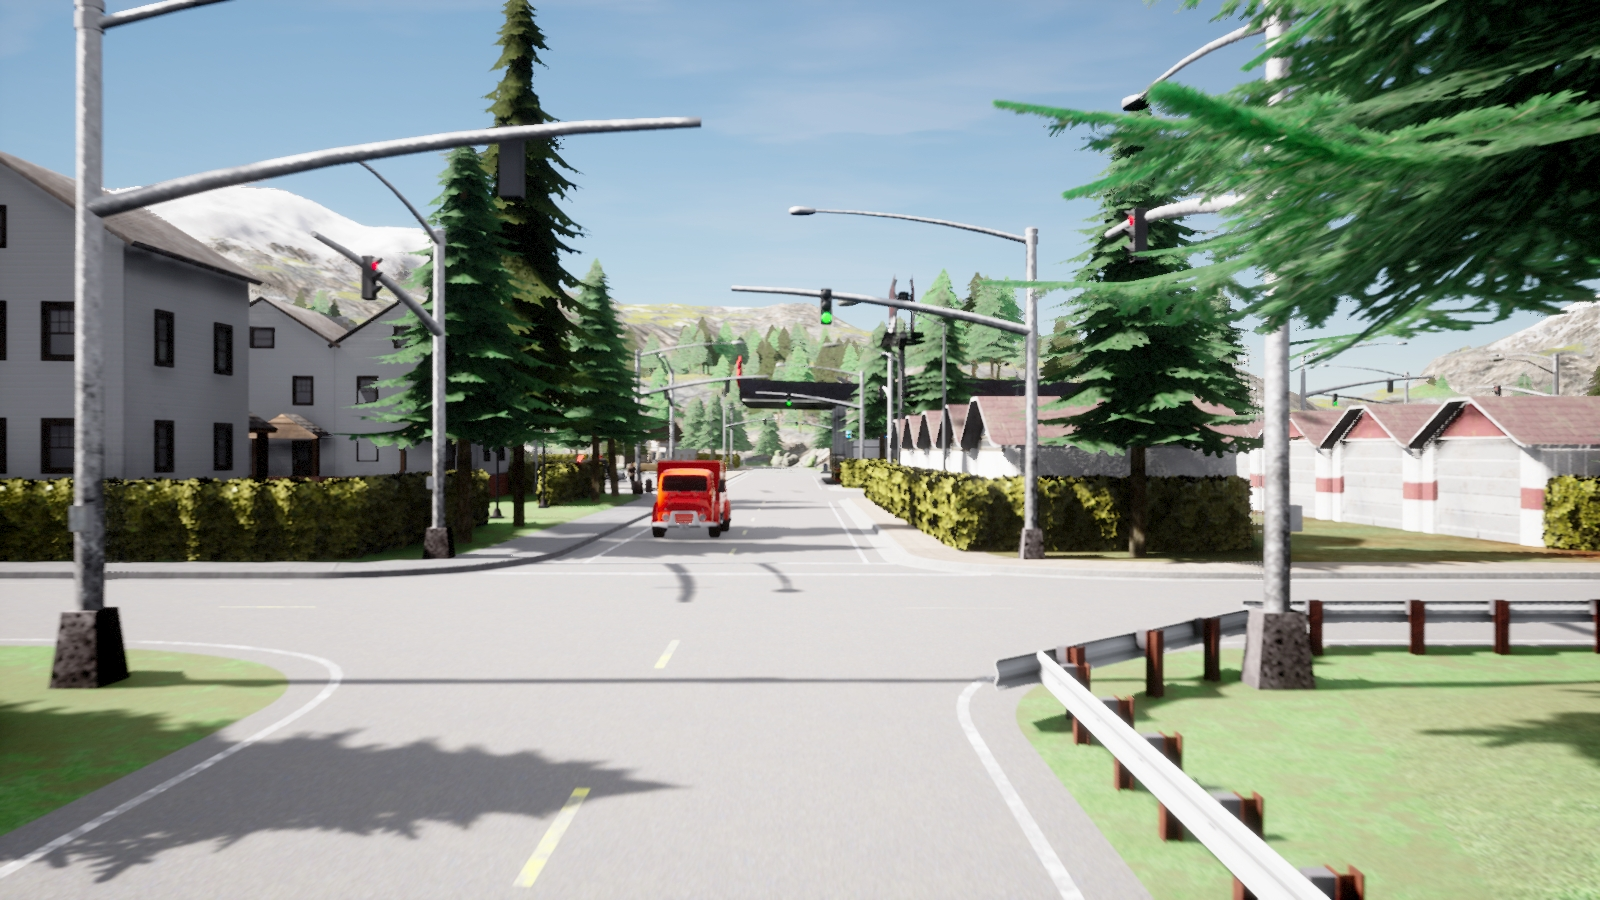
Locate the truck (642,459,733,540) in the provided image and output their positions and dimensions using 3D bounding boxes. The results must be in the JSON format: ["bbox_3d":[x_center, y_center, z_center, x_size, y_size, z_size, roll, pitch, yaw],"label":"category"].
[{"bbox_3d":[-3.650,1.564,38.120,2.627,2.467,5.204,0,0,-1],"label":"truck"}]

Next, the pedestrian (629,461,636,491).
[{"bbox_3d":[-10.590,1.653,72.201,0.375,1.860,0.375,0,0,-14],"label":"pedestrian"}]
